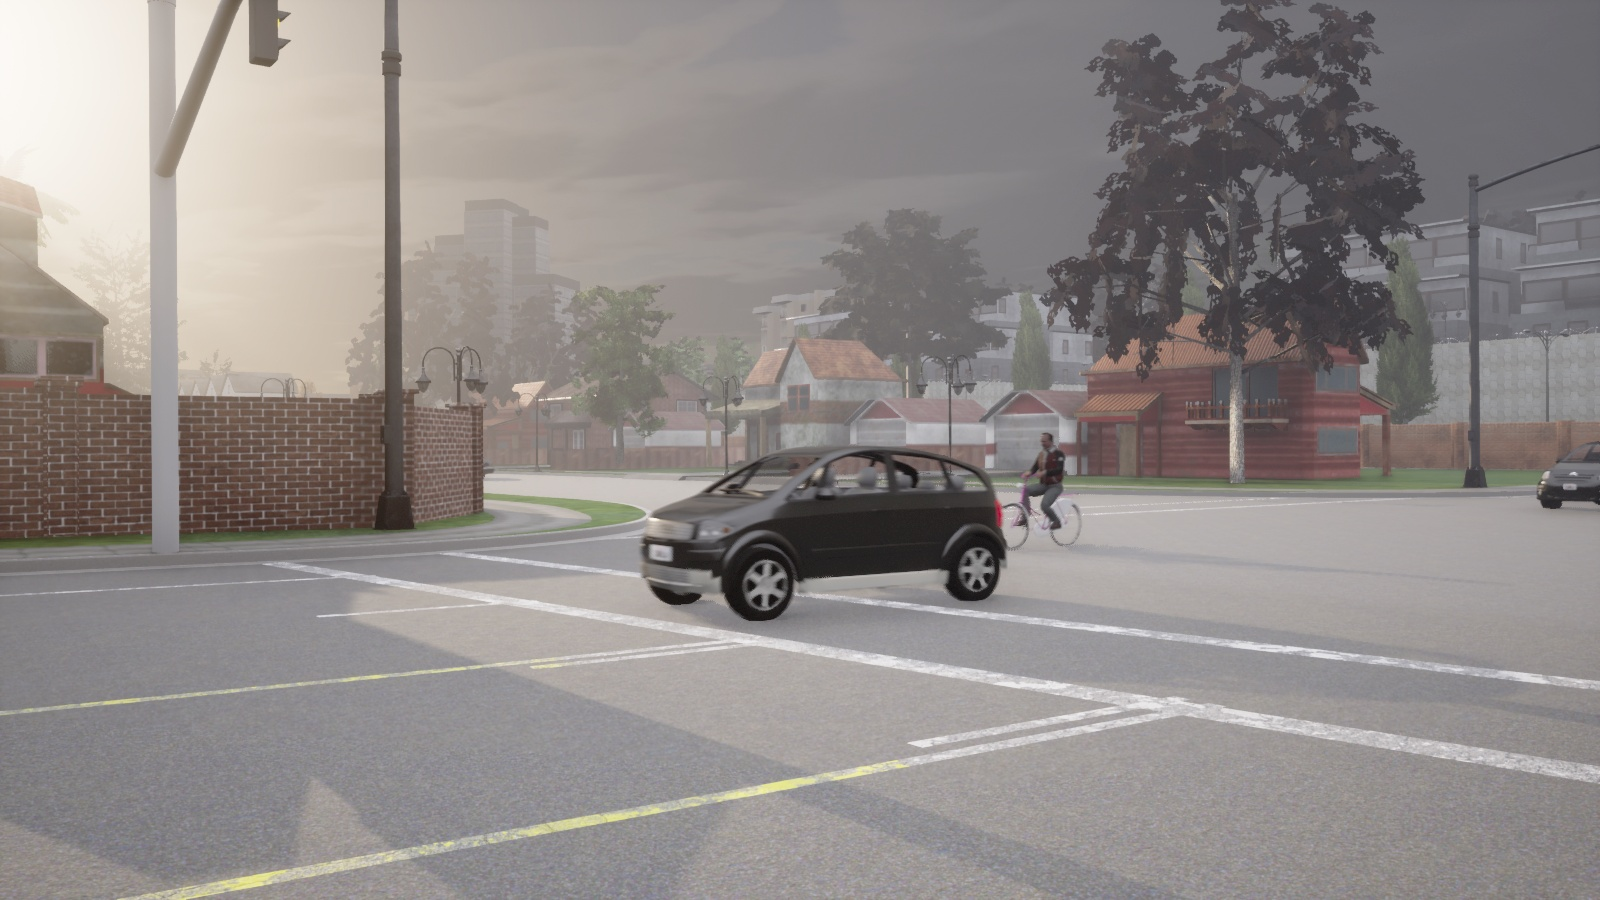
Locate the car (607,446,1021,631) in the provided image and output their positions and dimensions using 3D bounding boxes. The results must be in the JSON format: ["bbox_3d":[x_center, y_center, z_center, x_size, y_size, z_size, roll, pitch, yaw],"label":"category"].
[{"bbox_3d":[0.192,0.739,12.323,3.705,1.549,1.789,0,0,-35],"label":"car"}]

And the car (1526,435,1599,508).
[{"bbox_3d":[19.184,0.464,29.812,3.988,1.617,1.851,-1,0,-35],"label":"car"}]

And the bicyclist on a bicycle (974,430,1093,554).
[{"bbox_3d":[3.528,0.603,18.910,1.843,1.776,0.659,0,0,-35],"label":"bicyclist on a bicycle"}]
